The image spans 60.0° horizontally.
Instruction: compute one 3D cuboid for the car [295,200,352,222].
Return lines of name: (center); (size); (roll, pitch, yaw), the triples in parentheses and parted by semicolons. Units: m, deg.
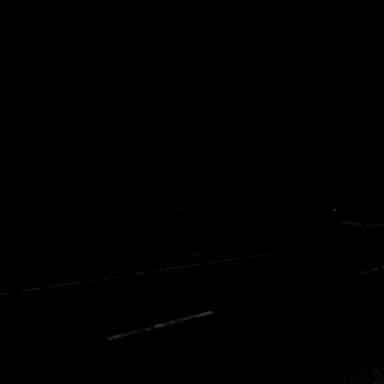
car: (10.839, 1.460, 27.664); (2.097, 1.767, 4.553); (0, -1, -32)
